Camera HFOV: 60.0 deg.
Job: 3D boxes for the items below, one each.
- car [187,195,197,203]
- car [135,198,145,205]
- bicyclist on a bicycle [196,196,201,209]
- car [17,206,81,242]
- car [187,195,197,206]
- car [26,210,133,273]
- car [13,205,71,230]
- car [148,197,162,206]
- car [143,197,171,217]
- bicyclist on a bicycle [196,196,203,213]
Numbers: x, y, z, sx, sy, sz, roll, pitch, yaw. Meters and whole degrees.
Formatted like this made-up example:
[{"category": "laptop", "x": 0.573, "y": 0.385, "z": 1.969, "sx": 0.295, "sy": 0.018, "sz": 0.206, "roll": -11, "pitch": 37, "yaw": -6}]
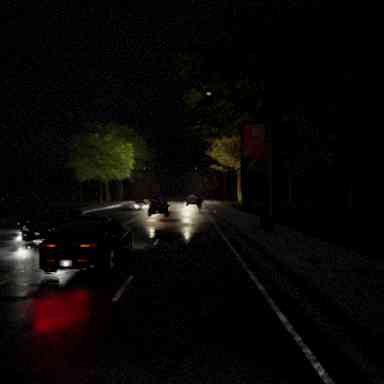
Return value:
[{"category": "car", "x": 0.015, "y": 1.530, "z": 75.031, "sx": 2.097, "sy": 1.767, "sz": 4.553, "roll": 0, "pitch": 0, "yaw": 0}, {"category": "car", "x": -9.746, "y": 1.744, "z": 64.356, "sx": 1.895, "sy": 1.301, "sz": 4.718, "roll": 0, "pitch": 0, "yaw": 0}, {"category": "bicyclist on a bicycle", "x": 0.901, "y": 1.479, "z": 46.644, "sx": 0.659, "sy": 1.776, "sz": 1.843, "roll": 0, "pitch": 0, "yaw": 0}, {"category": "car", "x": -6.594, "y": 1.547, "z": 16.603, "sx": 1.837, "sy": 1.490, "sz": 4.892, "roll": 0, "pitch": 0, "yaw": 0}, {"category": "car", "x": 0.048, "y": 1.656, "z": 57.809, "sx": 1.812, "sy": 1.442, "sz": 4.674, "roll": 0, "pitch": 0, "yaw": 1}, {"category": "car", "x": -3.148, "y": 1.533, "z": 10.727, "sx": 1.837, "sy": 1.490, "sz": 4.892, "roll": 0, "pitch": 0, "yaw": 0}, {"category": "car", "x": -9.843, "y": 1.620, "z": 22.202, "sx": 1.994, "sy": 1.385, "sz": 4.181, "roll": 0, "pitch": 0, "yaw": 0}, {"category": "car", "x": -6.531, "y": 1.637, "z": 58.601, "sx": 1.837, "sy": 1.490, "sz": 4.892, "roll": 0, "pitch": 0, "yaw": 1}, {"category": "car", "x": -3.144, "y": 1.571, "z": 32.482, "sx": 2.128, "sy": 1.511, "sz": 4.902, "roll": 0, "pitch": 0, "yaw": 0}, {"category": "bicyclist on a bicycle", "x": 0.899, "y": 1.458, "z": 36.527, "sx": 0.659, "sy": 1.776, "sz": 1.843, "roll": 0, "pitch": 0, "yaw": 0}]
